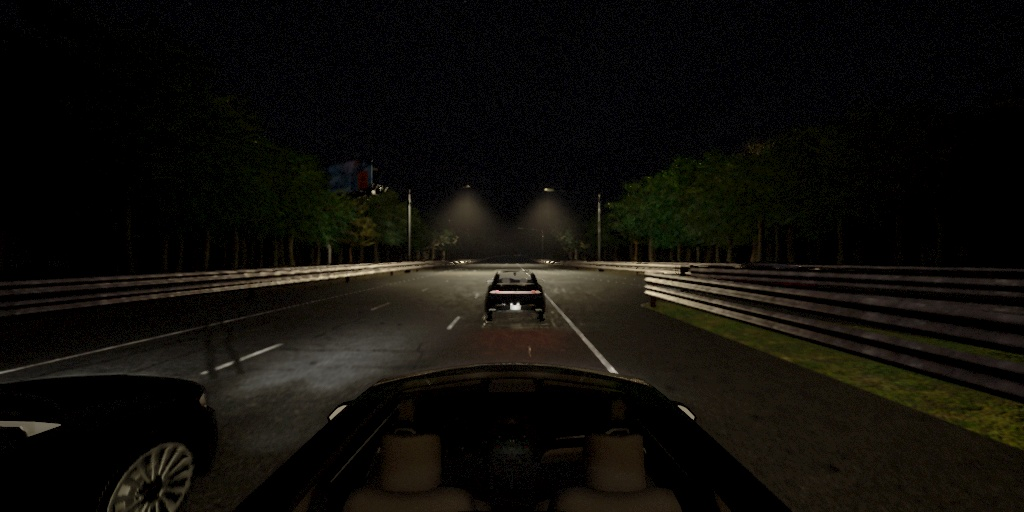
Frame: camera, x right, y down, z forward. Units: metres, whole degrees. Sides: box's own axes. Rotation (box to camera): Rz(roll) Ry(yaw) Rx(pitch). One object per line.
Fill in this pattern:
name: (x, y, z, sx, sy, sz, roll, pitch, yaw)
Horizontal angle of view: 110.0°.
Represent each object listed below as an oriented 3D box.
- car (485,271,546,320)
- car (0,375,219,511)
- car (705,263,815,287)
car: (0.099, 1.256, 12.620, 2.128, 1.511, 4.902, 0, 0, 0)
car: (-3.400, 1.241, 1.033, 2.128, 1.511, 4.902, 0, 0, 0)
car: (11.246, 1.080, 16.715, 2.163, 1.488, 4.792, 0, -1, -12)
